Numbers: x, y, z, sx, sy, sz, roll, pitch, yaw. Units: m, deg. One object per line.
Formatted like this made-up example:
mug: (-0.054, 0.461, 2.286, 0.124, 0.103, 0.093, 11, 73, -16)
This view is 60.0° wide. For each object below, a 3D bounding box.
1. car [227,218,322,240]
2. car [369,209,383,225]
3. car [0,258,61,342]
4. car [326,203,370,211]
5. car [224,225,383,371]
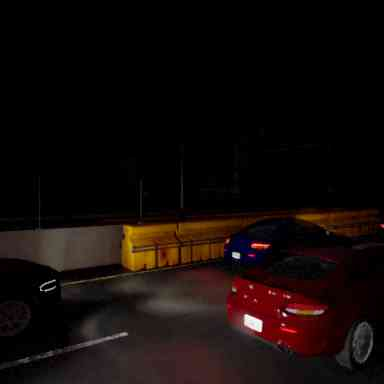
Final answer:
car: (3.055, 1.526, 10.230, 4.674, 1.442, 1.812, 0, 0, -35)
car: (10.854, 1.547, 15.790, 5.357, 1.411, 2.033, 0, 0, -36)
car: (-4.555, 1.478, 4.796, 5.008, 1.535, 1.882, 0, 0, -35)
car: (11.550, 1.547, 25.339, 5.357, 1.411, 2.033, 0, 0, -33)
car: (2.658, 1.526, 5.651, 4.674, 1.442, 1.812, 0, 0, -36)
